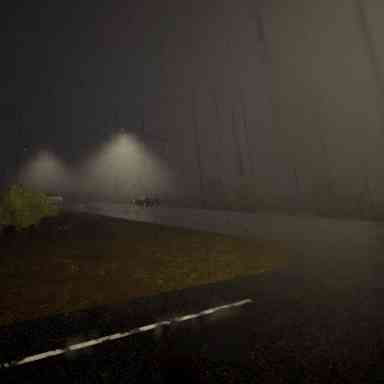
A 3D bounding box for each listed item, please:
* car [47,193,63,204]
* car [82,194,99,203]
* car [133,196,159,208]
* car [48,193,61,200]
[{"bbox_3d":[-23.098,1.074,55.364,2.097,1.767,4.553,0,0,-36],"label":"car"},{"bbox_3d":[-18.718,1.205,61.074,1.837,1.490,4.892,0,0,-37],"label":"car"},{"bbox_3d":[-6.209,1.299,44.590,2.128,1.511,4.902,0,0,-37],"label":"car"},{"bbox_3d":[-33.282,1.071,80.264,1.812,1.442,4.674,0,0,-37],"label":"car"}]
